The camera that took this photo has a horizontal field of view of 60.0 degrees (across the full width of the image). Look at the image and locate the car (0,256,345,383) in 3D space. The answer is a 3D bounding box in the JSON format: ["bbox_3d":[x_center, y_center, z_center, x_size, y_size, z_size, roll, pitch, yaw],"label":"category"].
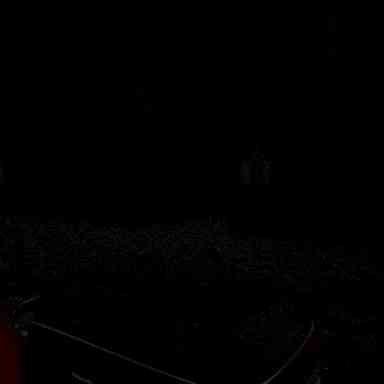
[{"bbox_3d":[-0.714,1.423,3.469,4.097,1.590,1.967,0,0,35],"label":"car"}]
